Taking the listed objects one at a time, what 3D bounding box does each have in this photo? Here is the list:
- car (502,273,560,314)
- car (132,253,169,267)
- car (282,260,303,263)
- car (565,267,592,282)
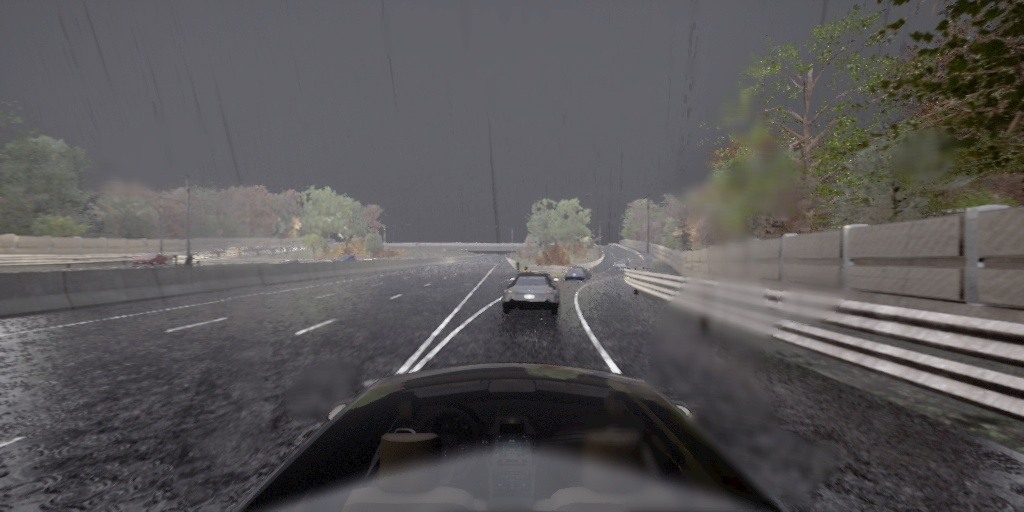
[{"bbox_3d":[0.853,1.327,13.894,1.994,1.385,4.181,0,0,8],"label":"car"},{"bbox_3d":[-43.602,0.438,43.352,1.882,1.535,5.008,0,1,-25],"label":"car"},{"bbox_3d":[-29.086,1.203,47.278,1.994,1.385,4.181,0,0,-1],"label":"car"},{"bbox_3d":[6.663,1.804,35.728,1.994,1.385,4.181,0,-1,23],"label":"car"}]
